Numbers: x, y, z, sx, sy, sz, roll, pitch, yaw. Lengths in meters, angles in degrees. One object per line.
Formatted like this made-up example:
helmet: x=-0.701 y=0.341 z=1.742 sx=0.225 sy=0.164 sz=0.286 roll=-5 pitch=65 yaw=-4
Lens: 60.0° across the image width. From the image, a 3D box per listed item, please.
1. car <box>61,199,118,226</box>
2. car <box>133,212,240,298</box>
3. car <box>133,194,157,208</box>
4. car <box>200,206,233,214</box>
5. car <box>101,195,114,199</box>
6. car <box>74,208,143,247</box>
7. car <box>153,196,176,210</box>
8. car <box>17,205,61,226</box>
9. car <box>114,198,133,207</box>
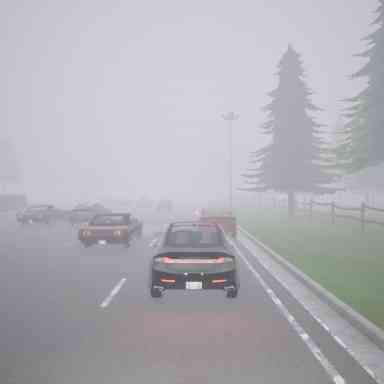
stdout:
car: x=-6.894 y=1.491 z=23.003 sx=2.128 sy=1.511 sz=4.902 roll=0 pitch=0 yaw=0
car: x=0.054 y=1.492 z=8.498 sx=2.128 sy=1.511 sz=4.902 roll=0 pitch=0 yaw=0
car: x=-6.888 y=1.352 z=49.246 sx=2.097 sy=1.767 sz=4.553 roll=0 pitch=0 yaw=0
car: x=1.229 y=1.478 z=17.839 sx=1.882 sy=1.535 sz=5.008 roll=0 pitch=0 yaw=0
car: x=-13.887 y=1.351 z=55.519 sx=2.097 sy=1.767 sz=4.553 roll=0 pitch=0 yaw=0
car: x=-3.396 y=1.601 z=14.851 sx=1.895 sy=1.301 sz=4.718 roll=0 pitch=0 yaw=0
car: x=-3.389 y=1.547 z=42.677 sx=2.033 sy=1.411 sz=5.357 roll=0 pitch=0 yaw=0
car: x=-10.394 y=1.601 z=23.717 sx=1.895 sy=1.301 sz=4.718 roll=0 pitch=0 yaw=0
car: x=-10.387 y=1.601 z=52.538 sx=1.895 sy=1.301 sz=4.718 roll=0 pitch=0 yaw=0
